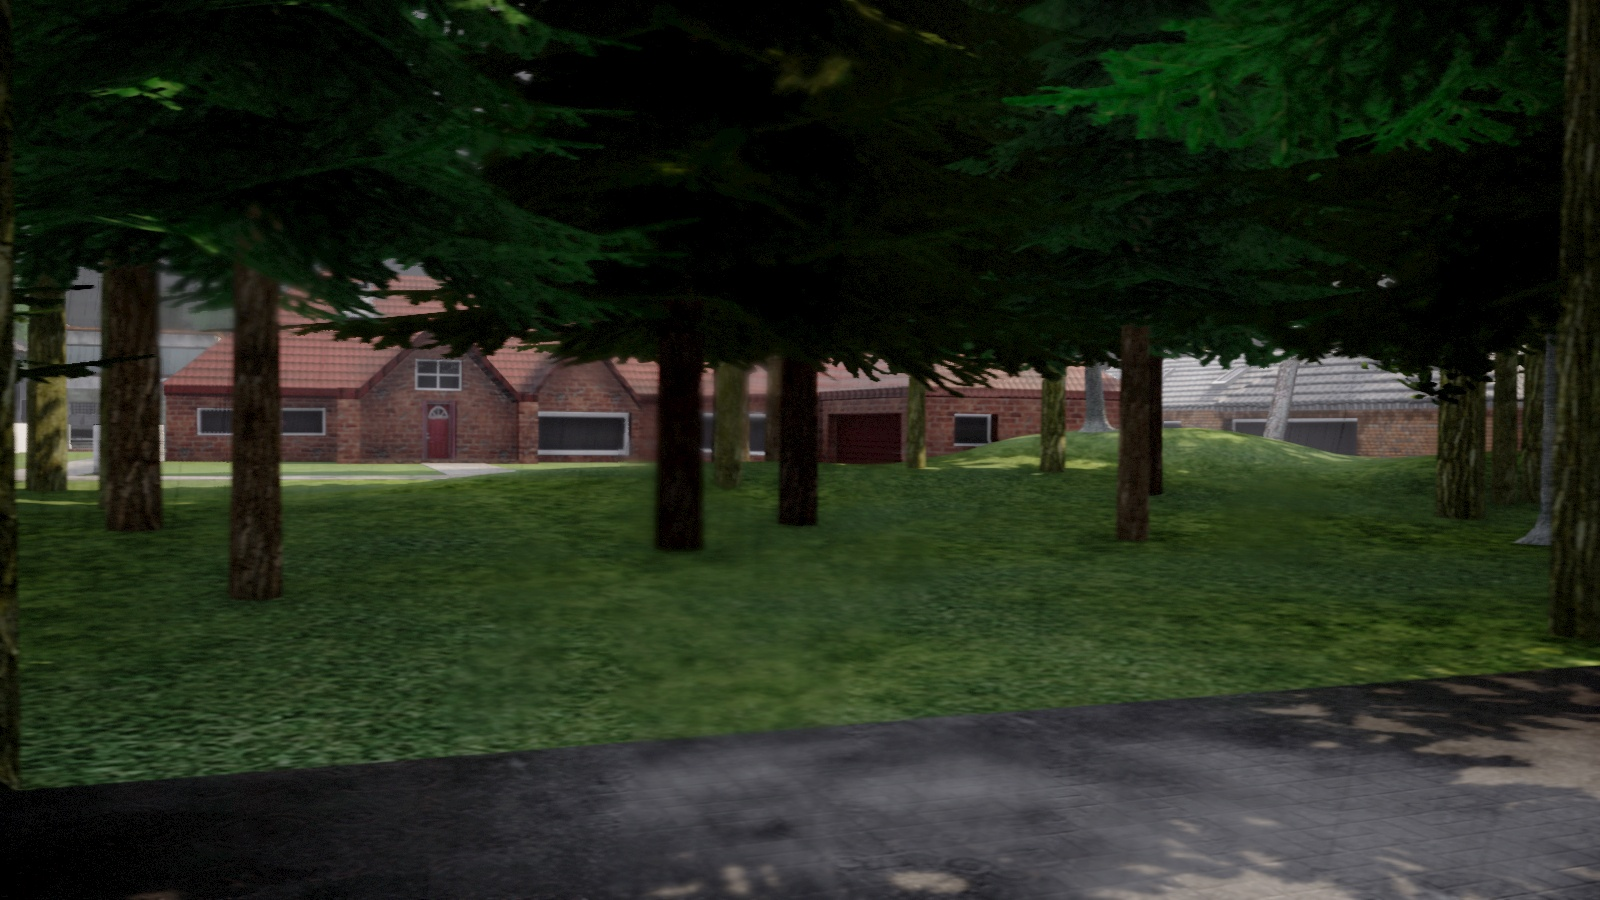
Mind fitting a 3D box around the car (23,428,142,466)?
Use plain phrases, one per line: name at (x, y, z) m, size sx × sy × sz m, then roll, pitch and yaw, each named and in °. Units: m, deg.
car at (-40.959, -0.210, 71.832) m, size 5.566 × 2.045 × 2.150 m, roll -1°, pitch 1°, yaw -20°
